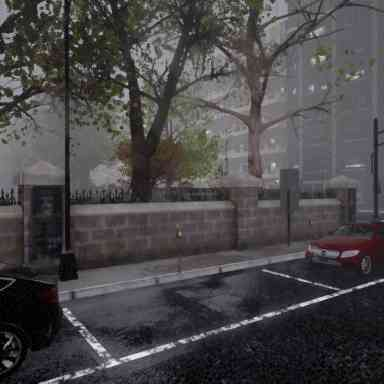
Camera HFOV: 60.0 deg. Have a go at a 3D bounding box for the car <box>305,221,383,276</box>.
[{"bbox_3d":[5.279,1.581,10.232,4.206,1.307,1.802,0,0,-35],"label":"car"}]

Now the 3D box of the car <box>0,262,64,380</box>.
[{"bbox_3d":[-3.791,1.566,3.886,4.313,1.339,1.947,0,0,-35],"label":"car"}]
